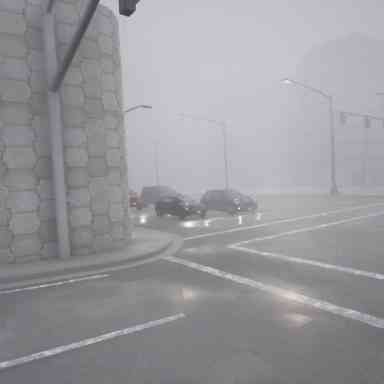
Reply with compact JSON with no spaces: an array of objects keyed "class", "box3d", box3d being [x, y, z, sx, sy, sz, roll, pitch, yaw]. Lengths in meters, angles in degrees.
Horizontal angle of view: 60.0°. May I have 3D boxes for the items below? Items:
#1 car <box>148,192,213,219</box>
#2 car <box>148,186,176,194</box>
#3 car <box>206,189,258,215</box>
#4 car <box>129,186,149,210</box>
[{"class":"car","box3d":[-0.918,0.971,22.882,1.812,1.442,4.674,-5,3,-35]},{"class":"car","box3d":[-2.990,0.431,31.831,2.150,2.045,5.566,-5,3,-35]},{"class":"car","box3d":[2.549,0.564,24.002,2.097,1.767,4.553,-5,3,-35]},{"class":"car","box3d":[-6.532,0.665,30.793,2.150,2.045,5.566,-5,3,-35]}]
